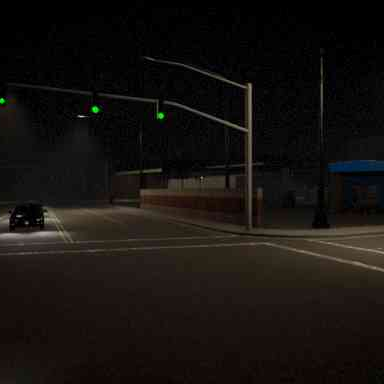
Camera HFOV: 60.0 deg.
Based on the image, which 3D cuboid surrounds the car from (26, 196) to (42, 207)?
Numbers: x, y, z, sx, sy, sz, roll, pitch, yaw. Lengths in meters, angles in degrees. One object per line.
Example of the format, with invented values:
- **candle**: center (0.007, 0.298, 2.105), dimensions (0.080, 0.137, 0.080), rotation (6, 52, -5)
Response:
- **car**: center (-24.422, 1.464, 51.611), dimensions (2.128, 1.511, 4.902), rotation (0, 0, -24)

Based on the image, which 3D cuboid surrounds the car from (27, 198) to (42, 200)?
- **car**: center (-14.587, 1.562, 30.185), dimensions (1.994, 1.385, 4.181), rotation (0, 0, -25)

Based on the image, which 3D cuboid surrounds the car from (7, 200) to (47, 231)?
- **car**: center (-10.410, 1.513, 21.128), dimensions (1.837, 1.490, 4.892), rotation (0, 0, -25)
